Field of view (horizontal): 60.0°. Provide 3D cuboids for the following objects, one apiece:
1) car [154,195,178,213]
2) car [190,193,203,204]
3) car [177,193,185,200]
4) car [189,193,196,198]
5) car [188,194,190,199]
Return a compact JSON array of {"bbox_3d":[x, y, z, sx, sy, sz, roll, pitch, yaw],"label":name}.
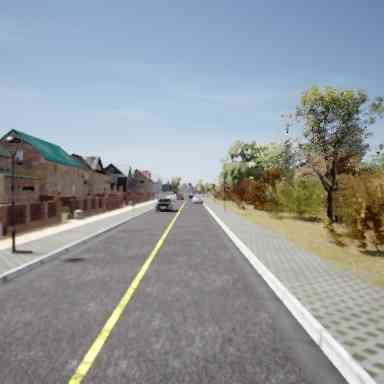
[{"bbox_3d":[-2.831,1.353,35.096,1.837,1.490,4.892,0,0,0],"label":"car"},{"bbox_3d":[0.980,1.263,57.713,1.812,1.442,4.674,0,0,0],"label":"car"},{"bbox_3d":[-2.727,1.071,76.032,1.882,1.535,5.008,0,0,0],"label":"car"},{"bbox_3d":[0.031,0.969,92.228,1.895,1.301,4.718,0,0,0],"label":"car"},{"bbox_3d":[0.024,0.994,77.131,2.033,1.411,5.357,0,0,0],"label":"car"}]
